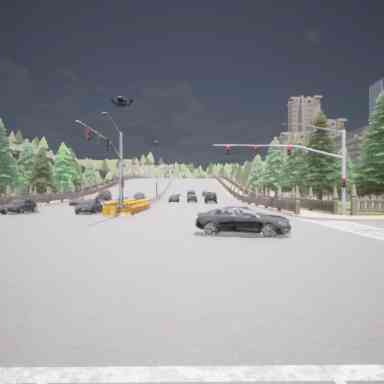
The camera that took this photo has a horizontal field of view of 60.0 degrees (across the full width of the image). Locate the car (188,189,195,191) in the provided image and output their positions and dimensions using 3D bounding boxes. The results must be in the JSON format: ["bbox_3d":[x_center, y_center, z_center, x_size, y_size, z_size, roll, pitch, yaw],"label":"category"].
[{"bbox_3d":[-0.160,0.116,78.462,1.882,1.535,5.008,0,7,0],"label":"car"}]

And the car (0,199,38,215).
[{"bbox_3d":[-17.598,1.504,34.039,1.837,1.490,4.892,0,0,0],"label":"car"}]

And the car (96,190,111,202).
[{"bbox_3d":[-17.596,0.808,66.653,2.150,2.045,5.566,0,3,0],"label":"car"}]

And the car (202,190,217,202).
[{"bbox_3d":[3.523,0.978,63.108,2.150,2.045,5.566,0,3,0],"label":"car"}]

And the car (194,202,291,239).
[{"bbox_3d":[2.549,1.491,17.146,4.902,1.511,2.128,0,0,18],"label":"car"}]

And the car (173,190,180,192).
[{"bbox_3d":[-3.660,0.226,78.515,1.895,1.301,4.718,0,7,0],"label":"car"}]

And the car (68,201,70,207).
[{"bbox_3d":[-17.608,1.562,51.592,1.994,1.385,4.181,0,0,0],"label":"car"}]

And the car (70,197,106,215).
[{"bbox_3d":[-10.491,1.504,33.888,1.837,1.490,4.892,0,0,-2],"label":"car"}]

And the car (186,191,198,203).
[{"bbox_3d":[0.014,1.183,64.753,1.837,1.490,4.892,0,1,0],"label":"car"}]

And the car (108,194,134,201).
[{"bbox_3d":[-10.607,1.490,49.918,2.128,1.511,4.902,0,0,0],"label":"car"}]

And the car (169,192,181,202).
[{"bbox_3d":[-3.490,1.207,65.461,1.994,1.385,4.181,0,3,0],"label":"car"}]

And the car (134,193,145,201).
[{"bbox_3d":[-10.610,0.950,66.314,2.097,1.767,4.553,0,3,0],"label":"car"}]
